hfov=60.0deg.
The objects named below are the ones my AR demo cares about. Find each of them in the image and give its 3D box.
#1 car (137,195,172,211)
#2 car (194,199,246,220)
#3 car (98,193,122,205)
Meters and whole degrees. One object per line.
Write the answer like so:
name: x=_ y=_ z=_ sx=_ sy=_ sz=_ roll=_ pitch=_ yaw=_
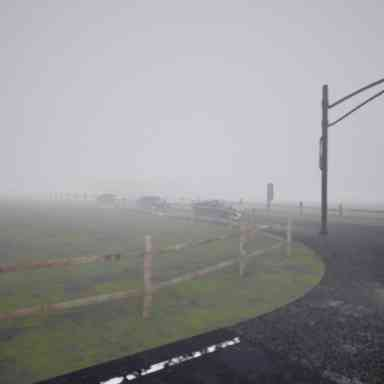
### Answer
car: x=-3.920 y=1.137 z=34.605 sx=1.882 sy=1.535 sz=5.008 roll=1 pitch=0 yaw=-35
car: x=2.103 y=1.339 z=26.155 sx=2.128 sy=1.511 sz=4.902 roll=1 pitch=0 yaw=-35
car: x=-11.039 y=0.939 z=44.611 sx=1.837 sy=1.490 sz=4.892 roll=1 pitch=2 yaw=-35
